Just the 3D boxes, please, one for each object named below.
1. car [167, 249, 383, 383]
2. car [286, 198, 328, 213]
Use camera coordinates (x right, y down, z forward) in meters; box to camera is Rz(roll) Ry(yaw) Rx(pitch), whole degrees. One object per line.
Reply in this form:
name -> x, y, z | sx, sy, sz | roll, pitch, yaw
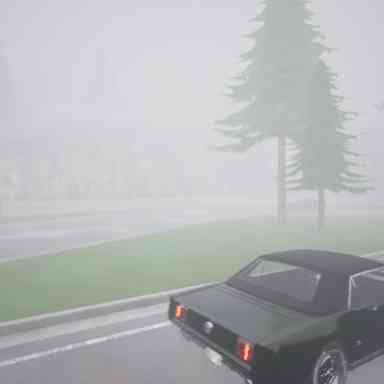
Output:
car -> 2.117, 1.564, 4.979 | 4.718, 1.301, 1.895 | -1, 0, -32
car -> 10.917, 1.296, 32.930 | 4.674, 1.442, 1.812 | -1, 0, 15
